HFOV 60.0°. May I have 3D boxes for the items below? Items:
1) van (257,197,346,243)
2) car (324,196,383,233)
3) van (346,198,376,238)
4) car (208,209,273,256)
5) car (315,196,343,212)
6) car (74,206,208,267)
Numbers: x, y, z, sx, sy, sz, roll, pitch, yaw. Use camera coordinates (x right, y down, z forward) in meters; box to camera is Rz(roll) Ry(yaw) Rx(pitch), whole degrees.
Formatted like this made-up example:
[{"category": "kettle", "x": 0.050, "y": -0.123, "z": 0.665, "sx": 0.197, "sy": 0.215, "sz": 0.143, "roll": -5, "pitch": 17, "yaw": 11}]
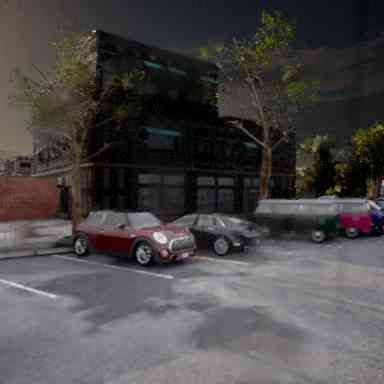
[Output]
[{"category": "van", "x": 5.111, "y": 1.377, "z": 16.882, "sx": 4.442, "sy": 1.987, "sz": 1.878, "roll": -1, "pitch": -1, "yaw": 34}, {"category": "car", "x": 10.050, "y": 1.397, "z": 20.250, "sx": 5.566, "sy": 2.045, "sz": 2.435, "roll": -1, "pitch": -1, "yaw": 34}, {"category": "van", "x": 7.519, "y": 1.401, "z": 18.602, "sx": 4.442, "sy": 1.987, "sz": 1.878, "roll": -1, "pitch": -1, "yaw": 34}, {"category": "car", "x": 0.401, "y": 1.555, "z": 13.377, "sx": 4.892, "sy": 1.521, "sz": 2.231, "roll": -1, "pitch": -1, "yaw": 34}, {"category": "car", "x": 18.989, "y": 1.578, "z": 45.939, "sx": 2.435, "sy": 2.045, "sz": 5.566, "roll": 0, "pitch": 0, "yaw": 36}, {"category": "car", "x": -2.036, "y": 1.404, "z": 11.673, "sx": 4.553, "sy": 1.767, "sz": 2.185, "roll": -1, "pitch": -1, "yaw": 35}]
